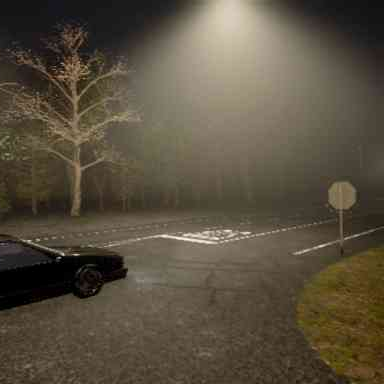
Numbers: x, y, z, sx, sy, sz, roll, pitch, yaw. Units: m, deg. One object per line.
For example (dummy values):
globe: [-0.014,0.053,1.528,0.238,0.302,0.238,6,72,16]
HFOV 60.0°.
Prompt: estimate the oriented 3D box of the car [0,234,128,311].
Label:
car: [-3.913,1.541,6.284,5.357,1.411,2.033,-2,1,-45]
